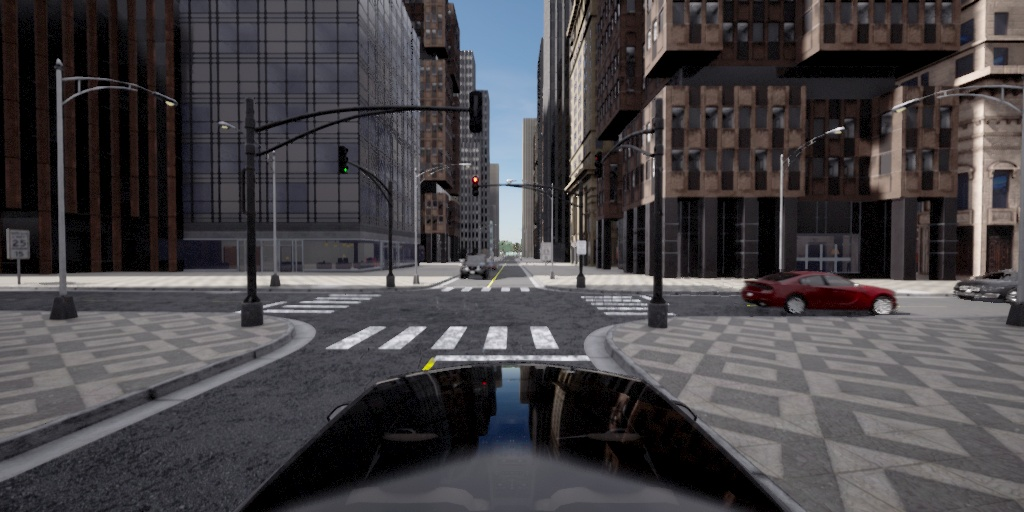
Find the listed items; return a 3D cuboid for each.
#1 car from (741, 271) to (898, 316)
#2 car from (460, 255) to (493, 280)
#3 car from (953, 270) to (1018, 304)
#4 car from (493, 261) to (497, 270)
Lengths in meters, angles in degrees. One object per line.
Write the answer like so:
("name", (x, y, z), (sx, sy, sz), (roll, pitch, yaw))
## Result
("car", (11.538, 1.332, 13.615), (5.008, 1.535, 1.882), (0, 1, 1))
("car", (-3.112, 0.933, 30.944), (2.150, 2.045, 5.566), (0, 0, 0))
("car", (23.600, 1.403, 16.628), (4.892, 1.490, 1.837), (0, 1, 0))
("car", (-3.106, 1.244, 48.508), (1.994, 1.385, 4.181), (0, 0, 0))
